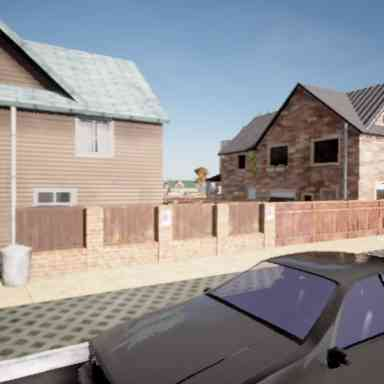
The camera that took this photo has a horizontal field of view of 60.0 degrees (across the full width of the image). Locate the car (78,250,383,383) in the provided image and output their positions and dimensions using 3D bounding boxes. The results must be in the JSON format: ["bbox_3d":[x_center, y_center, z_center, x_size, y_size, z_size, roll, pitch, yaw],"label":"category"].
[{"bbox_3d":[1.567,1.487,3.929,5.357,1.411,2.033,0,1,-30],"label":"car"}]
